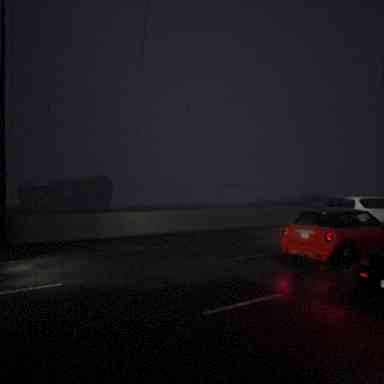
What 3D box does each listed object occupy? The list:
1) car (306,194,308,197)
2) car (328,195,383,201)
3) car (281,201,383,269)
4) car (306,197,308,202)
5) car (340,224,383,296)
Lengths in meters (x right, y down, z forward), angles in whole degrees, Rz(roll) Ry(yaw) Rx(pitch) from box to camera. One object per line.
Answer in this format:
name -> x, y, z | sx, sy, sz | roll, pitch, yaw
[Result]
car -> 11.909, 1.182, 35.049 | 5.566, 2.045, 2.150 | 0, 0, -26
car -> 9.403, 1.204, 17.728 | 5.566, 2.045, 2.150 | 0, 0, -29
car -> 5.217, 1.340, 11.178 | 4.553, 1.767, 2.097 | 0, 0, -32
car -> 12.446, 1.492, 31.410 | 4.674, 1.442, 1.812 | 0, 0, -26
car -> 5.513, 1.520, 7.266 | 4.674, 1.442, 1.812 | 0, 0, -33
